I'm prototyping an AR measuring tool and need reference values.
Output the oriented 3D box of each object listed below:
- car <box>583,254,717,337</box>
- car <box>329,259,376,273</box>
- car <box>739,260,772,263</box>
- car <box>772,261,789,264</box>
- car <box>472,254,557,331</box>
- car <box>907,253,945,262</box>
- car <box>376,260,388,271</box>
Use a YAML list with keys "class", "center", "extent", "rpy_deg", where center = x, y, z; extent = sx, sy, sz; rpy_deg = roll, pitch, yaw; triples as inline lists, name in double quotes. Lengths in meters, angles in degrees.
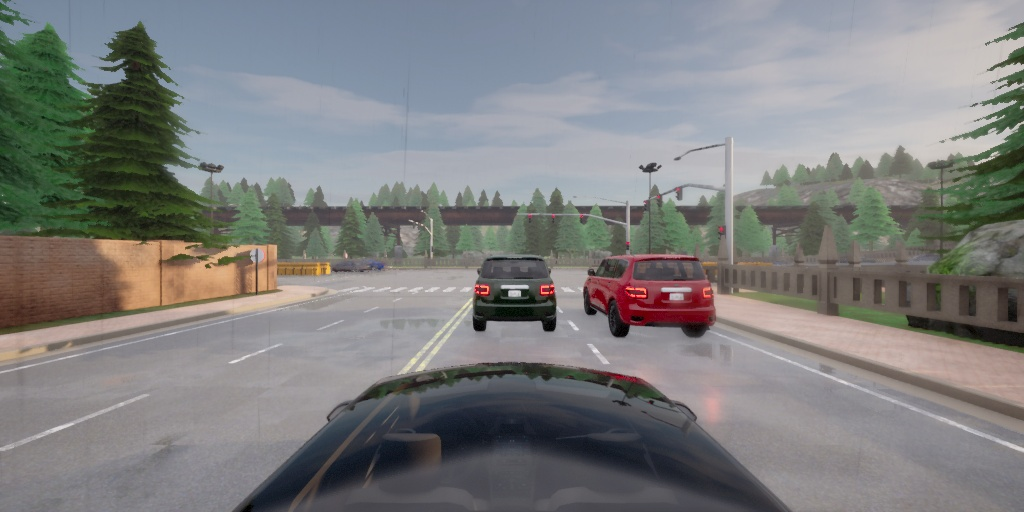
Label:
- class: "car"
  center: [3.569, 0.971, 10.409]
  extent: [2.150, 2.045, 5.566]
  rpy_deg: [0, 0, 0]
- class: "car"
  center: [-19.449, 1.297, 42.363]
  extent: [5.357, 1.411, 2.033]
  rpy_deg: [0, 0, 0]
- class: "car"
  center: [27.009, 1.241, 42.116]
  extent: [4.902, 1.511, 2.128]
  rpy_deg: [0, 0, 0]
- class: "car"
  center: [33.069, 1.295, 45.602]
  extent: [5.357, 1.411, 2.033]
  rpy_deg: [0, 0, 1]
- class: "car"
  center: [0.069, 0.971, 11.086]
  extent: [2.150, 2.045, 5.566]
  rpy_deg: [0, 0, 0]
- class: "car"
  center: [48.954, 0.805, 42.037]
  extent: [4.181, 1.385, 1.994]
  rpy_deg: [-3, 0, 1]
- class: "car"
  center: [-18.762, 1.227, 45.859]
  extent: [5.008, 1.535, 1.882]
  rpy_deg: [0, 0, 0]
